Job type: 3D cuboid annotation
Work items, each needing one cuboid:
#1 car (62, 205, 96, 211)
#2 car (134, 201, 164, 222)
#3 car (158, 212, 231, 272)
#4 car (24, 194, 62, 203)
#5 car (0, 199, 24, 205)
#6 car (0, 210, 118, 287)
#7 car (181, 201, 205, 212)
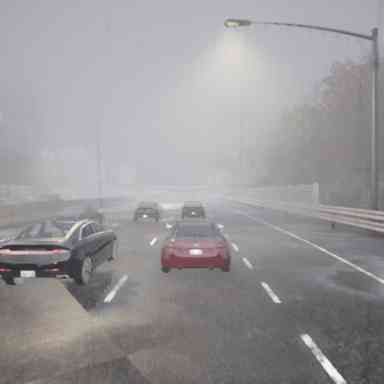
[{"bbox_3d":[-6.893,1.536,20.627,2.033,1.411,5.357,0,0,0],"label":"car"},{"bbox_3d":[-3.393,1.492,26.433,1.837,1.490,4.892,0,0,0],"label":"car"},{"bbox_3d":[0.102,1.556,10.810,1.994,1.385,4.181,0,0,0],"label":"car"},{"bbox_3d":[-17.574,1.213,40.202,2.150,2.045,5.566,0,0,0],"label":"car"},{"bbox_3d":[-21.074,1.553,39.889,1.994,1.385,4.181,0,0,0],"label":"car"},{"bbox_3d":[-3.398,1.484,9.313,2.128,1.511,4.902,0,0,0],"label":"car"},{"bbox_3d":[0.109,1.465,27.971,1.882,1.535,5.008,0,0,0],"label":"car"}]
